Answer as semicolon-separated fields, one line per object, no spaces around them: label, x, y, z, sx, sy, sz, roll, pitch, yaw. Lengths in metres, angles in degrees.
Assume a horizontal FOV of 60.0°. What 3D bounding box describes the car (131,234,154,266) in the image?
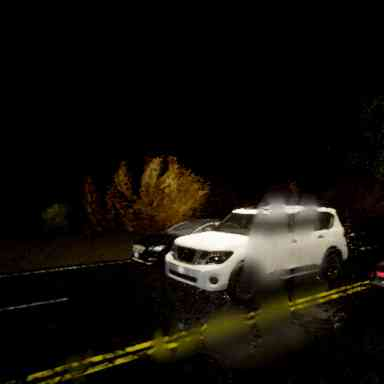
car;0.258;1.736;11.861;4.902;1.511;2.128;1;-1;-35

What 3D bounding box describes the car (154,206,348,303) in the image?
car;2.009;1.433;9.113;5.566;2.045;2.150;1;-1;-35

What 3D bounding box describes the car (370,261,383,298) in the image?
car;6.295;1.769;7.872;5.357;1.411;2.033;0;-1;-36
